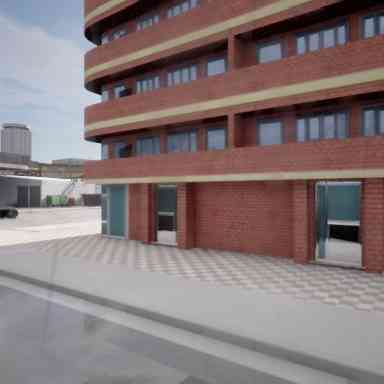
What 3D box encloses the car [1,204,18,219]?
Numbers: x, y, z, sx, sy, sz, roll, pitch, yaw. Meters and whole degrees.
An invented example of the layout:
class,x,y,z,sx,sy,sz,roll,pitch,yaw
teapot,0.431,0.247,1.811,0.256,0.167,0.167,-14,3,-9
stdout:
class,x,y,z,sx,sy,sz,roll,pitch,yaw
car,-16.622,1.580,27.322,1.994,1.385,4.181,0,0,34
